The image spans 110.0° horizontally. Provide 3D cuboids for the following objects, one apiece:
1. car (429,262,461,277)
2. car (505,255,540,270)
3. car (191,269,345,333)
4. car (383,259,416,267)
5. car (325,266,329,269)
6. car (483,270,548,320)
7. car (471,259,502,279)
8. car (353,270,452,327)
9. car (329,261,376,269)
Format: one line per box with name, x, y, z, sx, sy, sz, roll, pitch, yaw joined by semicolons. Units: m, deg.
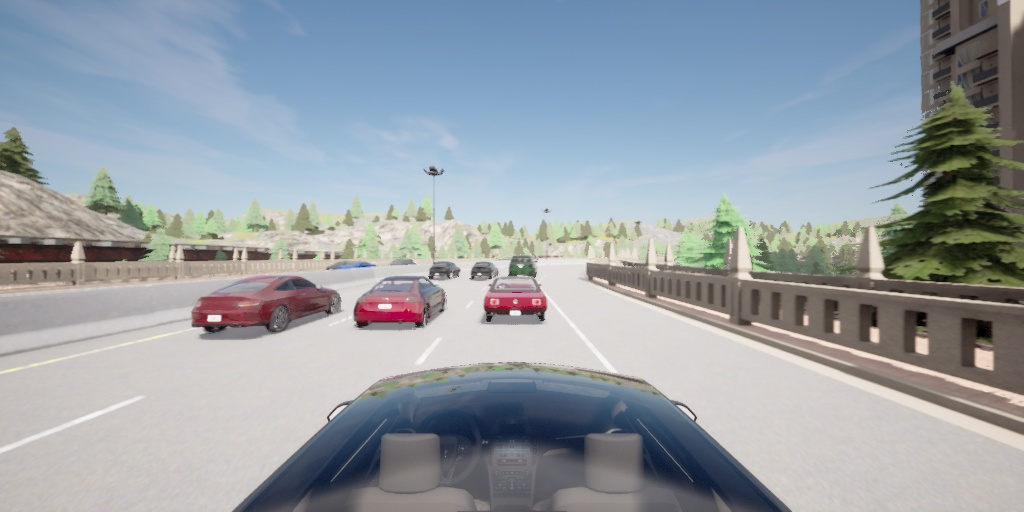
car;-5.900;1.254;32.031;1.837;1.490;4.892;0;0;7
car;1.045;0.959;31.556;2.150;2.045;5.566;0;0;8
car;-6.897;1.278;10.611;1.812;1.442;4.674;0;0;0
car;-12.064;1.113;38.528;2.097;1.767;4.553;0;0;12
car;-18.836;1.281;40.311;1.837;1.490;4.892;0;0;12
car;0.104;1.353;12.549;1.895;1.301;4.718;0;0;0
car;-2.376;1.248;32.021;1.837;1.490;4.892;0;0;7
car;-3.398;1.316;11.592;1.994;1.385;4.181;0;0;0
car;-15.957;1.245;36.788;1.882;1.535;5.008;0;0;10
